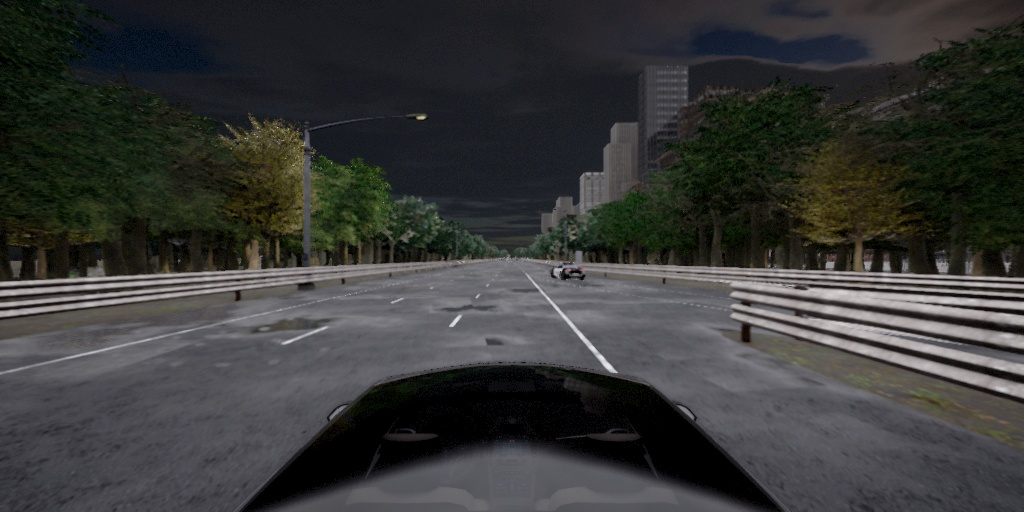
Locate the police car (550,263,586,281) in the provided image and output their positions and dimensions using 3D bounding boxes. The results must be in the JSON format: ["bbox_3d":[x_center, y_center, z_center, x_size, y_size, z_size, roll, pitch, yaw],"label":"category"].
[{"bbox_3d":[4.894,1.400,32.333,2.038,1.542,4.974,0,0,-10],"label":"police car"}]
